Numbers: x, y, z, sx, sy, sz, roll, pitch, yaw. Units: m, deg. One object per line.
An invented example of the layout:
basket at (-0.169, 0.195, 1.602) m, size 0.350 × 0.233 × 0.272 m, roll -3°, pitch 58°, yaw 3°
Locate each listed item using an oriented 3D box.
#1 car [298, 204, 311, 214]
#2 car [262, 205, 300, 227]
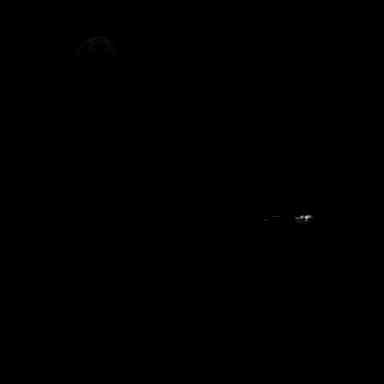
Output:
car at (15.639, 2.499, 47.268) m, size 1.837 × 1.490 × 4.892 m, roll 0°, pitch -1°, yaw 31°
car at (7.410, 2.114, 28.216) m, size 1.837 × 1.490 × 4.892 m, roll 0°, pitch -1°, yaw 31°
